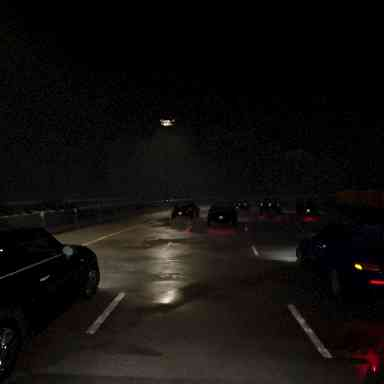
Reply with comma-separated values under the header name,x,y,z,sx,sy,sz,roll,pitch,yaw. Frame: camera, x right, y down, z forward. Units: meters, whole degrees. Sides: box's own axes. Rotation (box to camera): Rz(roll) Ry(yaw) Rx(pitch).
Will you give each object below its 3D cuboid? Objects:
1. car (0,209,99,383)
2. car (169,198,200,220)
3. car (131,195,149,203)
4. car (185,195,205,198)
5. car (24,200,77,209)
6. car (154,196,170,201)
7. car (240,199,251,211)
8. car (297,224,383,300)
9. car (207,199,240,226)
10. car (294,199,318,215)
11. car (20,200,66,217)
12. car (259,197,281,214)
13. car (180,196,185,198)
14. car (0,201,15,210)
name,x,y,z,sx,sy,sz,roll,pitch,yaw
car,-3.155,1.341,5.501,2.097,1.767,4.553,0,0,2
car,-0.483,1.491,28.212,1.812,1.442,4.674,0,0,11
car,-10.550,1.421,67.273,2.128,1.511,4.902,0,0,22
car,0.977,1.397,67.394,1.882,1.535,5.008,0,0,24
car,-11.450,1.442,27.605,2.128,1.511,4.902,0,0,10
car,-6.192,1.461,68.561,1.994,1.385,4.181,0,0,24
car,6.185,1.504,40.955,2.033,1.411,5.357,0,0,16
car,3.981,1.521,8.187,1.812,1.442,4.674,0,0,3
car,2.216,1.453,23.369,1.882,1.535,5.008,0,0,9
car,11.429,1.481,33.403,1.837,1.490,4.892,0,0,14
car,-14.183,1.506,31.950,1.994,1.385,4.181,0,0,12
car,8.223,1.322,34.937,2.097,1.767,4.553,0,0,14
car,-1.457,1.467,70.492,1.994,1.385,4.181,0,0,24
car,-18.229,1.486,29.620,2.033,1.411,5.357,0,0,10
